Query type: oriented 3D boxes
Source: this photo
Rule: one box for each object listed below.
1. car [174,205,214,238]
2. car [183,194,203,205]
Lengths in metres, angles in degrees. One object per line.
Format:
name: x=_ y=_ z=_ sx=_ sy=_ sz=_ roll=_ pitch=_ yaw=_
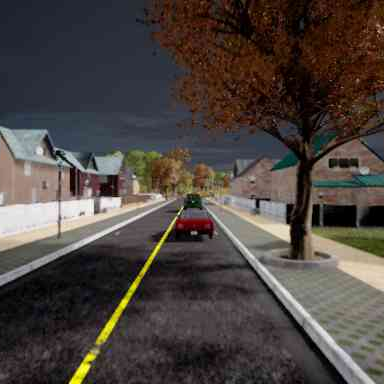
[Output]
car: x=0.102 y=1.597 z=17.558 sx=1.895 sy=1.301 sz=4.718 roll=0 pitch=0 yaw=0
car: x=0.104 y=1.207 z=39.483 sx=2.150 sy=2.045 sz=5.566 roll=0 pitch=0 yaw=0
